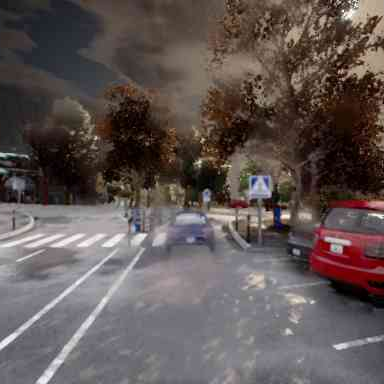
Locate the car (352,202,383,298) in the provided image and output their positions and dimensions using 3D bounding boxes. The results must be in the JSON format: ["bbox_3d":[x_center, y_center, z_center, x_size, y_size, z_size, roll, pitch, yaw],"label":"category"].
[{"bbox_3d":[5.291,1.236,4.425,5.566,2.045,2.435,1,0,-21],"label":"car"}]

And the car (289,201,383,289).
[{"bbox_3d":[5.313,1.232,7.427,5.566,2.045,2.435,1,0,-21],"label":"car"}]

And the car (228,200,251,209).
[{"bbox_3d":[11.456,2.911,80.247,5.566,2.045,2.150,0,0,31],"label":"car"}]

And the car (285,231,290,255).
[{"bbox_3d":[5.240,1.479,10.387,4.892,1.521,2.231,1,0,-21],"label":"car"}]

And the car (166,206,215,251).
[{"bbox_3d":[-0.072,1.508,13.887,1.812,1.442,4.674,0,0,-1],"label":"car"}]

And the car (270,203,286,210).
[{"bbox_3d":[18.196,3.144,72.262,1.882,1.535,5.008,0,0,-29],"label":"car"}]
